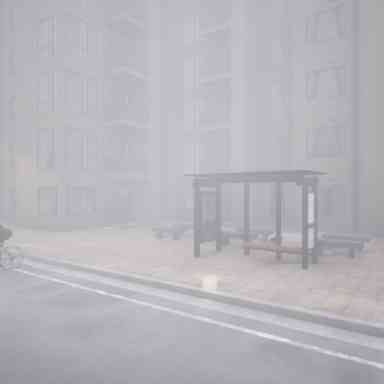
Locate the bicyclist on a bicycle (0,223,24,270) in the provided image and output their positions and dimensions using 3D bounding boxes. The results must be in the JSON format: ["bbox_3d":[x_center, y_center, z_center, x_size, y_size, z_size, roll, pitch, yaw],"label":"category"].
[{"bbox_3d":[-5.401,1.429,9.035,0.582,1.620,1.656,0,2,35],"label":"bicyclist on a bicycle"}]
